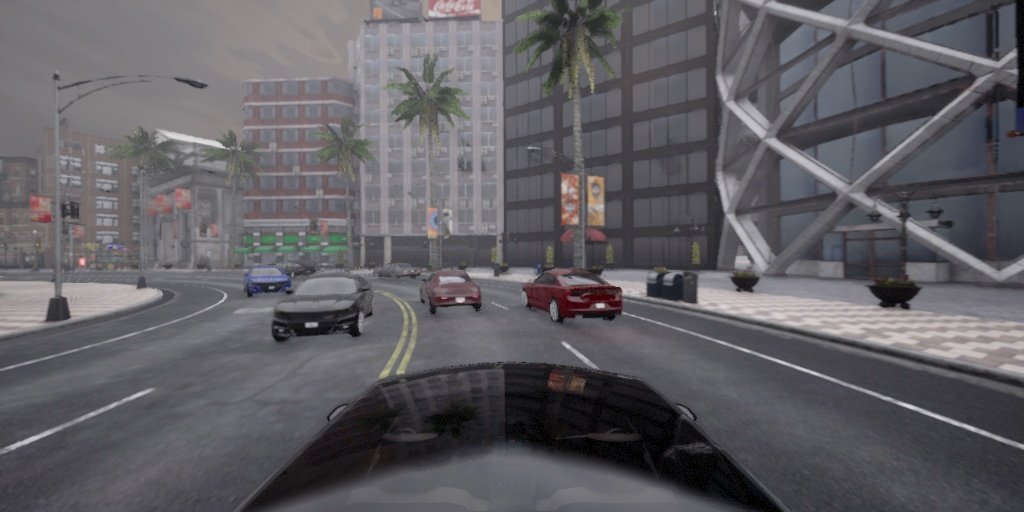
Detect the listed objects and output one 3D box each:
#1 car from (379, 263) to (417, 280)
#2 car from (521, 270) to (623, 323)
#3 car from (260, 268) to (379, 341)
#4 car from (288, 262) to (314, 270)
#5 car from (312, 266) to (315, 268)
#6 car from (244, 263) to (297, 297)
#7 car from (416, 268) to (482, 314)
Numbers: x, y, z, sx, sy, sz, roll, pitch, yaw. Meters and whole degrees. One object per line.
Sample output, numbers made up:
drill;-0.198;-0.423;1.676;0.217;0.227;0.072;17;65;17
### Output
car;-10.065;1.315;31.187;5.357;1.411;2.033;0;0;42
car;1.762;1.198;12.138;1.882;1.535;5.008;0;0;-15
car;-5.120;1.247;10.302;1.882;1.535;5.008;0;0;-16
car;-21.119;1.313;34.665;5.008;1.535;1.882;0;0;30
car;-9.458;1.384;19.524;1.895;1.301;4.718;0;0;-35
car;-13.477;1.308;19.725;1.882;1.535;5.008;0;0;-39
car;-2.467;1.271;13.939;1.812;1.442;4.674;0;0;-20
